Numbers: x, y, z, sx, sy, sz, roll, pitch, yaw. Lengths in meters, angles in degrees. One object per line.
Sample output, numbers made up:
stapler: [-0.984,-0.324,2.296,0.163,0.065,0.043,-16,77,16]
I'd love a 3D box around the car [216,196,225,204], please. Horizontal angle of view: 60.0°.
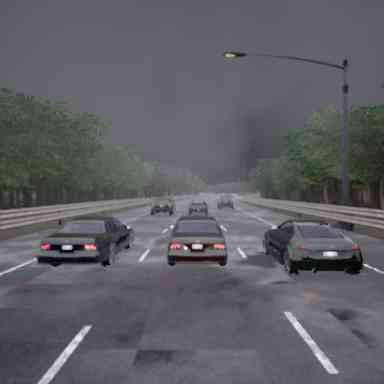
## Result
car: [6.014,1.680,70.425,1.882,1.535,5.008,0,0,4]

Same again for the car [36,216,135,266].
car: [-3.324,1.539,11.449,2.033,1.411,5.357,0,0,1]

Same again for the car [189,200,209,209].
car: [0.693,1.510,33.891,2.128,1.511,4.902,0,0,2]

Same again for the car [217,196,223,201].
car: [7.889,1.847,93.156,1.812,1.442,4.674,0,0,6]

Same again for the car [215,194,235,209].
car: [4.607,1.418,46.602,2.097,1.767,4.553,0,0,3]

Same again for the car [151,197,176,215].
car: [-2.814,1.368,33.672,2.097,1.767,4.553,0,0,2]

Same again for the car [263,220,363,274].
car: [3.568,1.561,10.529,1.994,1.385,4.181,0,0,1]

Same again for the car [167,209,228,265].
car: [0.178,1.540,11.605,2.033,1.411,5.357,0,0,1]
